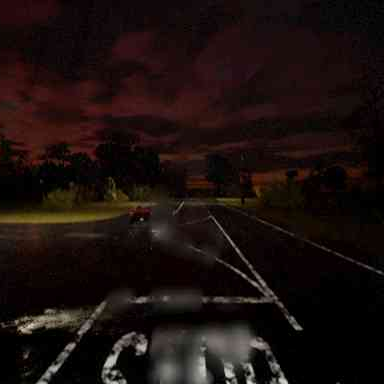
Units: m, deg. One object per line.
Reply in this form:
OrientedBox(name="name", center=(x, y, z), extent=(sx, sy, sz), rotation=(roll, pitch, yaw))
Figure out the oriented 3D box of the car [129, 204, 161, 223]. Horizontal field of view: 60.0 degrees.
OrientedBox(name="car", center=(-3.452, 1.581, 25.140), extent=(1.895, 1.301, 4.718), rotation=(0, 0, 0))
